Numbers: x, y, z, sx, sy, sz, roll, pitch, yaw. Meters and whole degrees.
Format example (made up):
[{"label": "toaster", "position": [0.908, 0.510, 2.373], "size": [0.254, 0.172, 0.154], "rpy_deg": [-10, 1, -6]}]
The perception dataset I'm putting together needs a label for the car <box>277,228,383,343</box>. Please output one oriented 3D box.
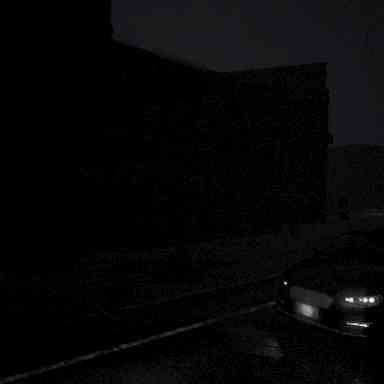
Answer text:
[{"label": "car", "position": [3.687, 1.498, 6.409], "size": [4.902, 1.511, 2.128], "rpy_deg": [0, 0, -36]}]
